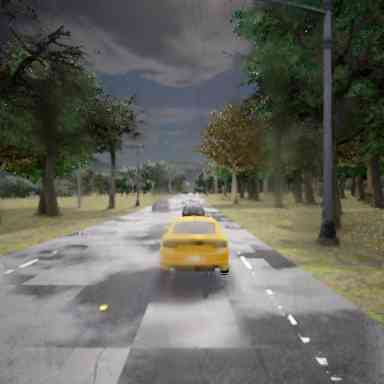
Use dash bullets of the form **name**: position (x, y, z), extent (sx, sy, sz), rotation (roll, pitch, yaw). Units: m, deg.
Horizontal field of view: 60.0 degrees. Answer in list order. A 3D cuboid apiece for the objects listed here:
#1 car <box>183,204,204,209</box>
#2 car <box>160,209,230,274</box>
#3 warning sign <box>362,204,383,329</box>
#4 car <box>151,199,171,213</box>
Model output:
- **car**: position (0.114, 1.693, 29.539), extent (1.895, 1.301, 4.718), rotation (0, 0, 0)
- **car**: position (0.087, 1.524, 10.781), extent (1.882, 1.535, 5.008), rotation (0, 0, 0)
- **warning sign**: position (3.552, 1.139, 5.149), extent (1.300, 1.860, 1.060), rotation (0, 0, 0)
- **car**: position (-3.566, 1.600, 38.764), extent (1.837, 1.490, 4.892), rotation (0, 0, 0)
